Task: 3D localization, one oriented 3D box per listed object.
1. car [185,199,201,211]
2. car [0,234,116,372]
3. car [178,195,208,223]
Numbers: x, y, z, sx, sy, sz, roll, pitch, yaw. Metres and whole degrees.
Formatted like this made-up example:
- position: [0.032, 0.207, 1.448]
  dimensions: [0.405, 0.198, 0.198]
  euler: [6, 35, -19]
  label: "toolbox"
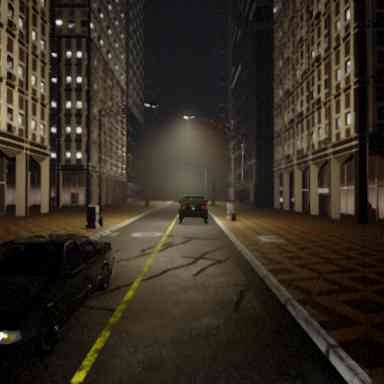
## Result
- position: [0.102, 1.614, 43.242]
  dimensions: [1.994, 1.385, 4.181]
  euler: [0, 0, 0]
  label: "car"
- position: [-2.850, 1.555, 6.305]
  dimensions: [2.033, 1.411, 5.357]
  euler: [0, 0, 0]
  label: "car"
- position: [0.102, 1.254, 26.155]
  dimensions: [2.150, 2.045, 5.566]
  euler: [0, 0, 0]
  label: "car"
